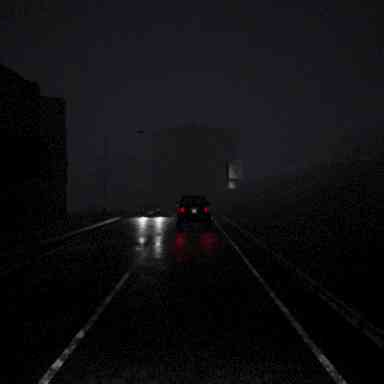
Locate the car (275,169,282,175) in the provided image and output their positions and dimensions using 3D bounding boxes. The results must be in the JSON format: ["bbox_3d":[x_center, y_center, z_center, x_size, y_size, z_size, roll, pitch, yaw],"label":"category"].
[{"bbox_3d":[21.329,-4.502,76.573,2.185,1.767,4.553,0,1,-1],"label":"car"}]

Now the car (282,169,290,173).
[{"bbox_3d":[21.447,-4.265,70.900,2.002,1.452,4.674,0,1,-1],"label":"car"}]

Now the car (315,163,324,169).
[{"bbox_3d":[21.787,-4.093,54.470,2.231,1.521,4.892,0,1,-1],"label":"car"}]

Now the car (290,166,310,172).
[{"bbox_3d":[21.561,-4.361,65.406,2.185,1.767,4.553,0,1,-1],"label":"car"}]

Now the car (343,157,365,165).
[{"bbox_3d":[22.138,-3.868,43.410,2.002,1.452,4.674,0,1,-2],"label":"car"}]

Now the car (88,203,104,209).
[{"bbox_3d":[-19.965,2.930,69.956,2.033,1.411,5.357,-1,-2,-41],"label":"car"}]

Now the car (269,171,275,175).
[{"bbox_3d":[21.214,-4.568,82.092,2.185,1.767,4.553,0,1,-1],"label":"car"}]

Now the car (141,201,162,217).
[{"bbox_3d":[-3.850,1.610,32.063,1.812,1.442,4.674,0,-1,-4],"label":"car"}]

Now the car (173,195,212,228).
[{"bbox_3d":[0.123,1.223,22.263,2.150,2.045,5.566,0,0,0],"label":"car"}]

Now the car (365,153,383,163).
[{"bbox_3d":[22.485,-3.801,37.873,2.097,1.535,5.008,0,1,-4],"label":"car"}]

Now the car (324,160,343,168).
[{"bbox_3d":[21.910,-4.009,48.952,2.231,1.521,4.892,0,1,-1],"label":"car"}]
